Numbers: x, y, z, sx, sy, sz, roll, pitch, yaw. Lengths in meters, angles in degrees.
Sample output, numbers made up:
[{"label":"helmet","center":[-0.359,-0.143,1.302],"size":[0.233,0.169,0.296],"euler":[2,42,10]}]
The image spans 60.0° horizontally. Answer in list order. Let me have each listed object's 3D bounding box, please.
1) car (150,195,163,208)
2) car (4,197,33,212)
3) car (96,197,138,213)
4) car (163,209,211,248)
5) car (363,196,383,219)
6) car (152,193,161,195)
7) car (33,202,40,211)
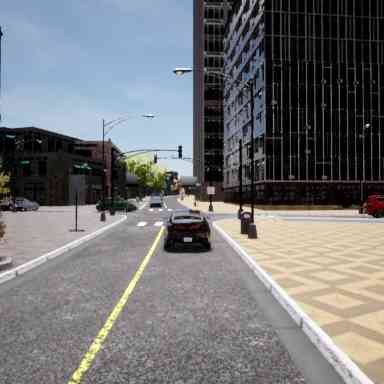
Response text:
[{"label":"car","center":[-5.424,1.560,50.145],"size":[2.033,1.411,5.357],"euler":[0,0,-6]},{"label":"car","center":[-20.556,1.568,37.121],"size":[4.313,1.339,1.947],"euler":[0,-1,18]},{"label":"car","center":[-8.380,1.375,37.510],"size":[4.553,1.767,2.097],"euler":[0,0,-3]},{"label":"car","center":[-0.226,1.510,14.698],"size":[1.837,1.490,4.892],"euler":[0,0,-2]},{"label":"car","center":[15.764,1.188,25.206],"size":[5.009,1.841,2.192],"euler":[0,-1,18]},{"label":"car","center":[-6.417,1.237,60.276],"size":[2.150,2.045,5.566],"euler":[0,0,-5]},{"label":"car","center":[-20.547,1.398,39.712],"size":[4.553,1.767,2.097],"euler":[0,-1,18]}]
